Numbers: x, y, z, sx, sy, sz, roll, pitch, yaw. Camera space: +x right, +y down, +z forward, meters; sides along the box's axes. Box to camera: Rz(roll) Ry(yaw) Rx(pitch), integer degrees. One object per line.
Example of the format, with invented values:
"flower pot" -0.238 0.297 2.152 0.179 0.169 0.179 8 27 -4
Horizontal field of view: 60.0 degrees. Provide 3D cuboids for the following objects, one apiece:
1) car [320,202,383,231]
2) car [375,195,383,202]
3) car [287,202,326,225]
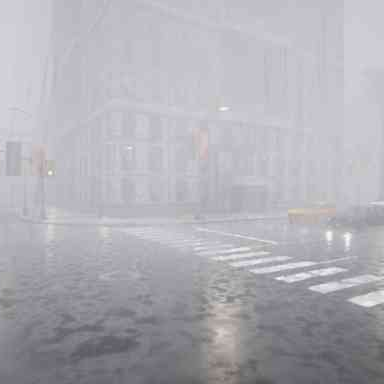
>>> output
"car" 10.808 1.547 20.933 5.357 1.411 2.033 0 0 -32
"car" 17.690 1.221 29.216 5.566 2.045 2.150 0 0 -31
"car" 8.995 1.478 23.924 5.008 1.535 1.882 0 0 -32
